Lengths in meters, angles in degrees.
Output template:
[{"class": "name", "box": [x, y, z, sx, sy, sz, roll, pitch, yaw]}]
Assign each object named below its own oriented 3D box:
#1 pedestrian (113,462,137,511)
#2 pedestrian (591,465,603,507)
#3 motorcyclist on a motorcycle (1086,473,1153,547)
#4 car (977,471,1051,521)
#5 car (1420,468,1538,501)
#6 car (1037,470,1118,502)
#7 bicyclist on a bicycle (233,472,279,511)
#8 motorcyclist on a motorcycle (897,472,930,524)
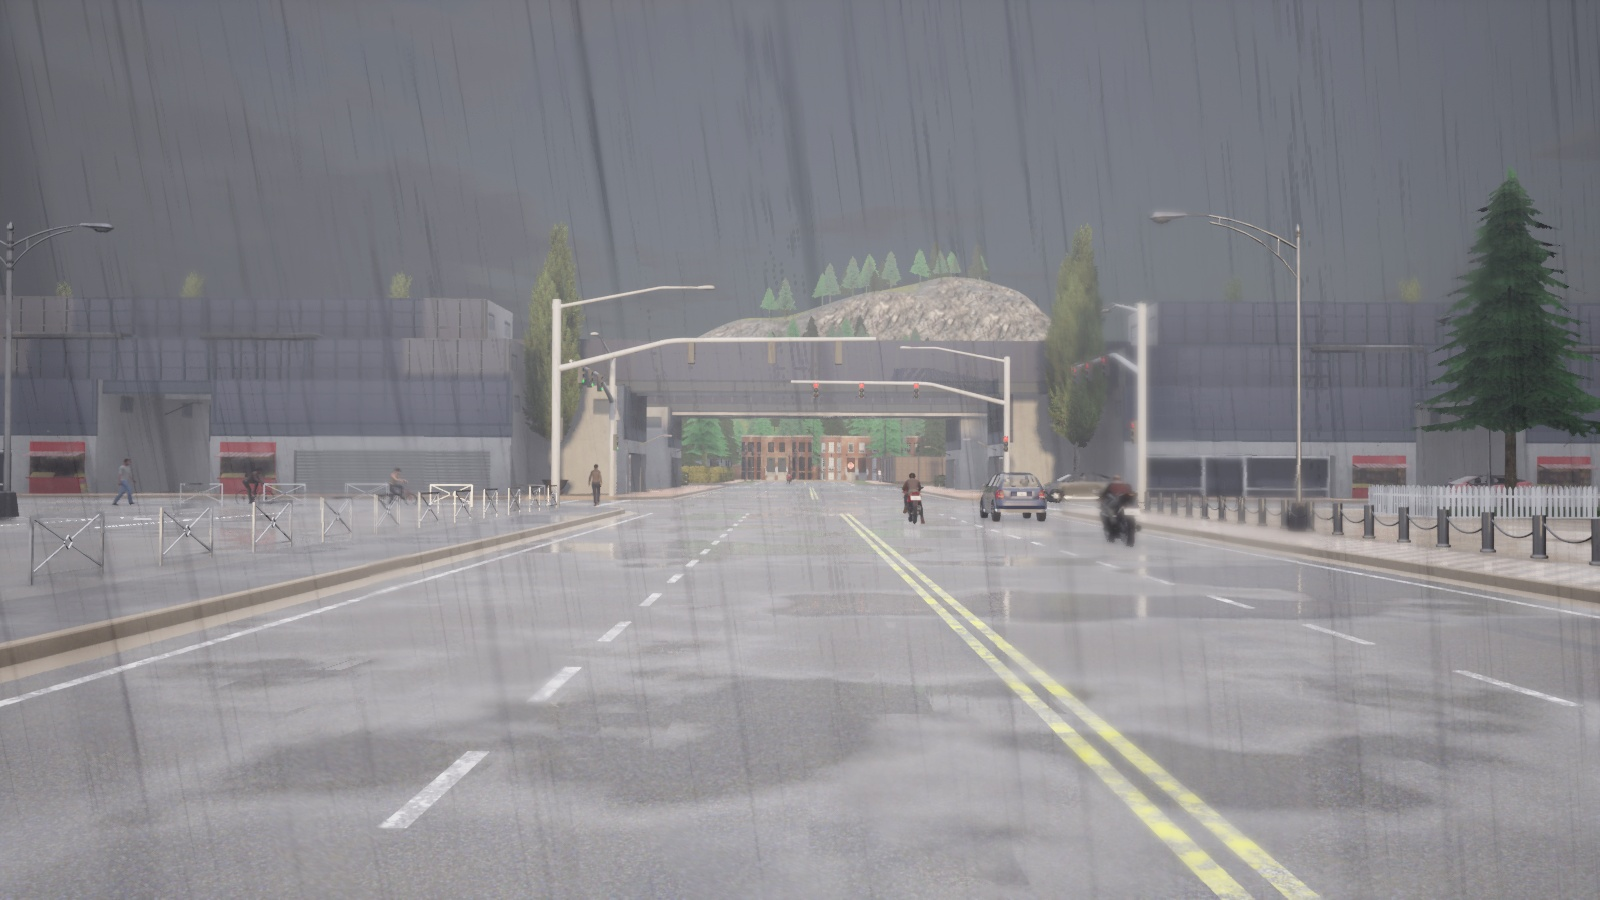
[{"class": "pedestrian", "box": [-25.457, 1.369, 47.380, 0.706, 1.836, 0.354, 0, -1, -4]}, {"class": "pedestrian", "box": [-8.750, 1.556, 54.044, 0.328, 1.805, 0.869, 0, -1, 2]}, {"class": "motorcyclist on a motorcycle", "box": [6.935, 1.280, 27.359, 0.866, 1.530, 2.191, 0, -1, 0]}, {"class": "car", "box": [6.895, 1.449, 40.792, 1.789, 1.549, 3.705, 0, -1, 0]}, {"class": "car", "box": [32.205, 1.632, 59.683, 4.514, 1.525, 2.007, 0, -1, 0]}, {"class": "car", "box": [13.943, 1.796, 63.204, 3.705, 1.549, 1.789, 0, -1, 1]}, {"class": "bicyclist on a bicycle", "box": [-22.806, 1.741, 52.648, 1.656, 1.620, 0.582, 0, -1, 1]}, {"class": "motorcyclist on a motorcycle", "box": [3.393, 1.415, 37.733, 0.797, 1.523, 2.044, 0, -1, 0]}]
